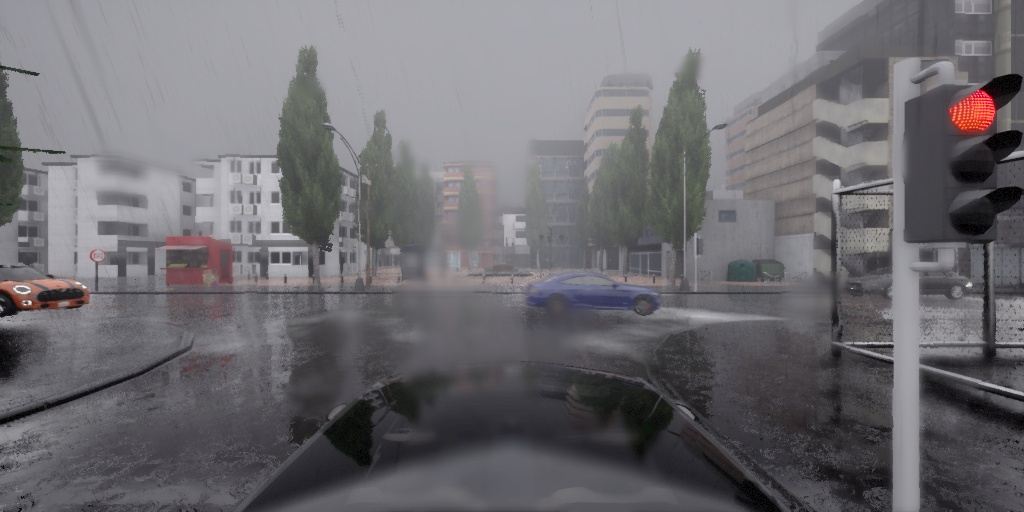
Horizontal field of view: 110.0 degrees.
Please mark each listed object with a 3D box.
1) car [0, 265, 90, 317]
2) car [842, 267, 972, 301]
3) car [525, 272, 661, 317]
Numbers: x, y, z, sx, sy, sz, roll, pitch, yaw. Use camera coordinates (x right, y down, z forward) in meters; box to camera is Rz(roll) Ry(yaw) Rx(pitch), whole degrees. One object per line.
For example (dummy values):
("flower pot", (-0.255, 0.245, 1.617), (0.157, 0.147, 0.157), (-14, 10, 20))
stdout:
("car", (-18.006, 1.102, 12.614), (4.553, 1.767, 2.097), (0, 0, 0))
("car", (18.435, 1.255, 16.850), (4.892, 1.490, 1.837), (0, 0, 0))
("car", (2.783, 1.276, 12.644), (4.674, 1.442, 1.812), (0, 0, 0))
